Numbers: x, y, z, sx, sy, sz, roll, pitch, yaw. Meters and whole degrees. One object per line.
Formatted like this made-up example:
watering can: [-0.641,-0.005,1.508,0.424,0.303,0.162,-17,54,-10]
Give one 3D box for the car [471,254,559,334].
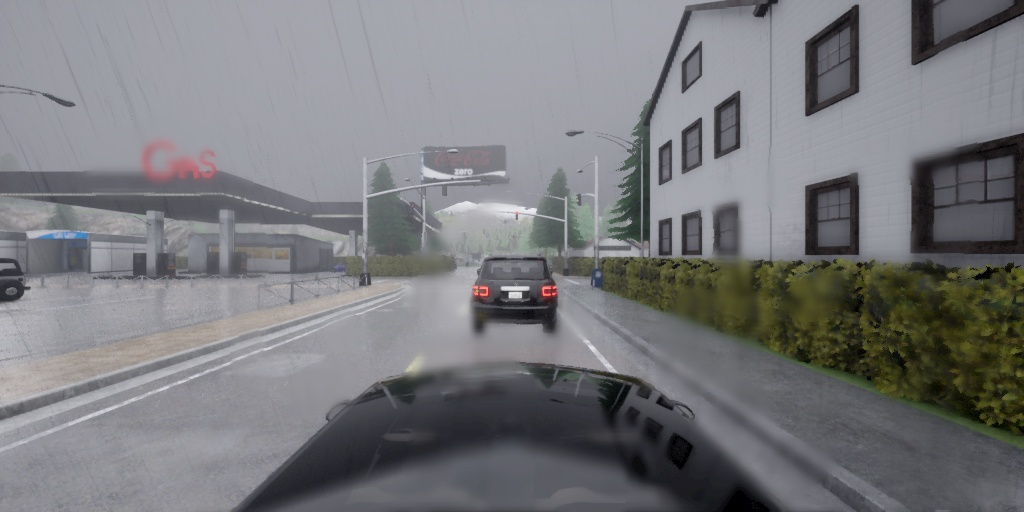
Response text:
car: [0.087,0.971,10.724,2.150,2.045,5.566,0,0,0]
